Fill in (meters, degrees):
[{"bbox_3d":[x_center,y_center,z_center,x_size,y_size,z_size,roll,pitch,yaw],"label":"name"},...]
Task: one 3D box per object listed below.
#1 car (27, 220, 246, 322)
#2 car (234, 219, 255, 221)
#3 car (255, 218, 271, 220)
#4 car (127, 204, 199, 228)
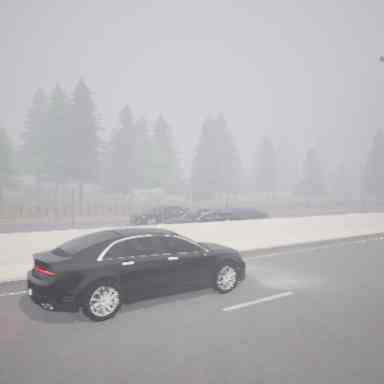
[{"bbox_3d":[-0.930,1.553,7.384,4.892,1.490,1.837,0,0,-36],"label":"car"},{"bbox_3d":[0.629,1.620,17.339,4.902,1.511,2.128,1,-1,-35],"label":"car"},{"bbox_3d":[3.230,1.735,23.477,5.357,1.411,2.033,1,-1,-35],"label":"car"},{"bbox_3d":[-2.040,1.665,24.030,4.892,1.490,1.837,1,-1,-35],"label":"car"}]
